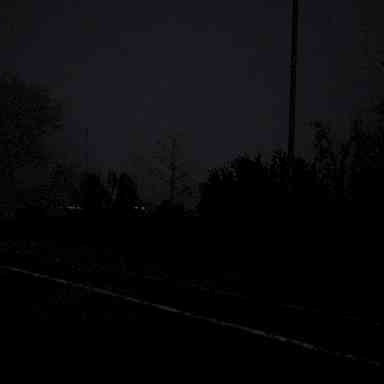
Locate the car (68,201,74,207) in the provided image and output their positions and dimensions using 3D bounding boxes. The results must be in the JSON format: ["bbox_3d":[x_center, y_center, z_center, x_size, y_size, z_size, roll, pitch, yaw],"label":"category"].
[{"bbox_3d":[-14.668,1.432,46.112,2.033,1.411,5.357,2,-2,20],"label":"car"}]

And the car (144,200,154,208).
[{"bbox_3d":[-8.749,2.189,62.265,1.994,1.385,4.181,2,-2,20],"label":"car"}]

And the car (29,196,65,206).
[{"bbox_3d":[-19.140,1.231,44.023,1.895,1.301,4.718,2,-2,20],"label":"car"}]
